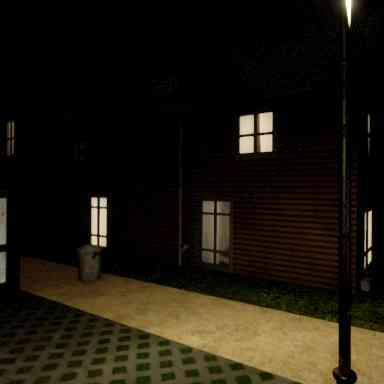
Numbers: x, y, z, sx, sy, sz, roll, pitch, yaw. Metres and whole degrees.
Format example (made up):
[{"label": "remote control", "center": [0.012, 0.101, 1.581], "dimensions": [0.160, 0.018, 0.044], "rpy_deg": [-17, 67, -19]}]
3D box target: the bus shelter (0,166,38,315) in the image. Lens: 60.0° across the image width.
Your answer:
[{"label": "bus shelter", "center": [-5.260, 0.876, 7.042], "dimensions": [3.880, 2.740, 1.920], "rpy_deg": [1, 0, 36]}]
